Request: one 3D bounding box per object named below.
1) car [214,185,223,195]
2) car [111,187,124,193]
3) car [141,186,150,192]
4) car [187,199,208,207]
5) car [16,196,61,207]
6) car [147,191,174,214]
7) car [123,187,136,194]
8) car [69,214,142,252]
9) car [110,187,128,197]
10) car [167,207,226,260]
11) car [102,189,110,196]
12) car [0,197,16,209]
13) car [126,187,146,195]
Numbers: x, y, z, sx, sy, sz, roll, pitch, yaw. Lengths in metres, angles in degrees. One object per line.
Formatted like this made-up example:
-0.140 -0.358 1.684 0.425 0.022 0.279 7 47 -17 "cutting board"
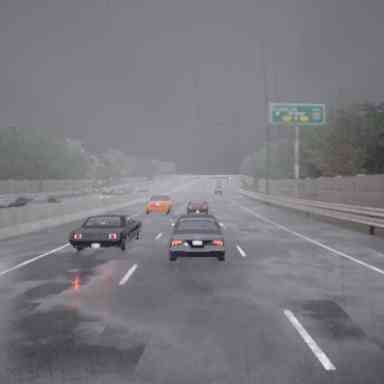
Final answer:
6.326 -0.207 79.950 1.882 1.535 5.008 0 3 4 "car"
-18.161 -0.550 81.009 1.812 1.442 4.674 0 3 4 "car"
-11.311 -0.624 78.562 2.097 1.767 4.553 0 2 4 "car"
0.544 1.337 30.628 1.895 1.301 4.718 0 1 2 "car"
-13.655 1.242 30.480 1.837 1.490 4.892 0 0 2 "car"
-2.932 1.074 31.381 2.097 1.767 4.553 0 1 2 "car"
-14.805 -0.482 78.773 1.837 1.490 4.892 0 2 4 "car"
-3.295 1.546 13.724 1.895 1.301 4.718 0 0 1 "car"
-15.277 0.050 71.400 2.097 1.767 4.553 0 2 3 "car"
0.183 1.506 12.159 2.033 1.411 5.357 0 0 1 "car"
-18.606 0.047 74.295 1.882 1.535 5.008 0 2 4 "car"
-17.122 1.190 31.764 1.882 1.535 5.008 0 1 2 "car"
-11.812 0.242 70.735 2.128 1.511 4.902 0 2 3 "car"
